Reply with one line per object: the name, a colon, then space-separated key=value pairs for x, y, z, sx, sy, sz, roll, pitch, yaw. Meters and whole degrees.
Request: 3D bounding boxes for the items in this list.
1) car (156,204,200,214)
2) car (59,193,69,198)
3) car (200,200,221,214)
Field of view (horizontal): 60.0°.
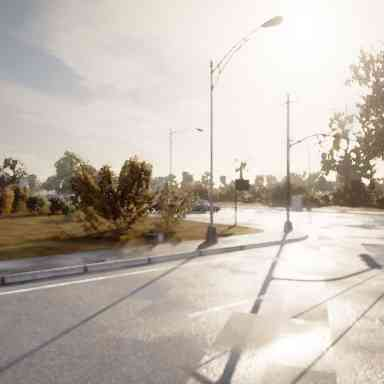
car: x=-1.851 y=1.462 z=33.915 sx=2.128 sy=1.511 sz=4.902 roll=0 pitch=0 yaw=-39
car: x=-29.943 y=1.499 z=80.792 sx=2.033 sy=1.411 sz=5.357 roll=0 pitch=0 yaw=-37
car: x=1.144 y=1.529 z=35.774 sx=1.994 sy=1.385 sz=4.181 roll=0 pitch=0 yaw=-39
